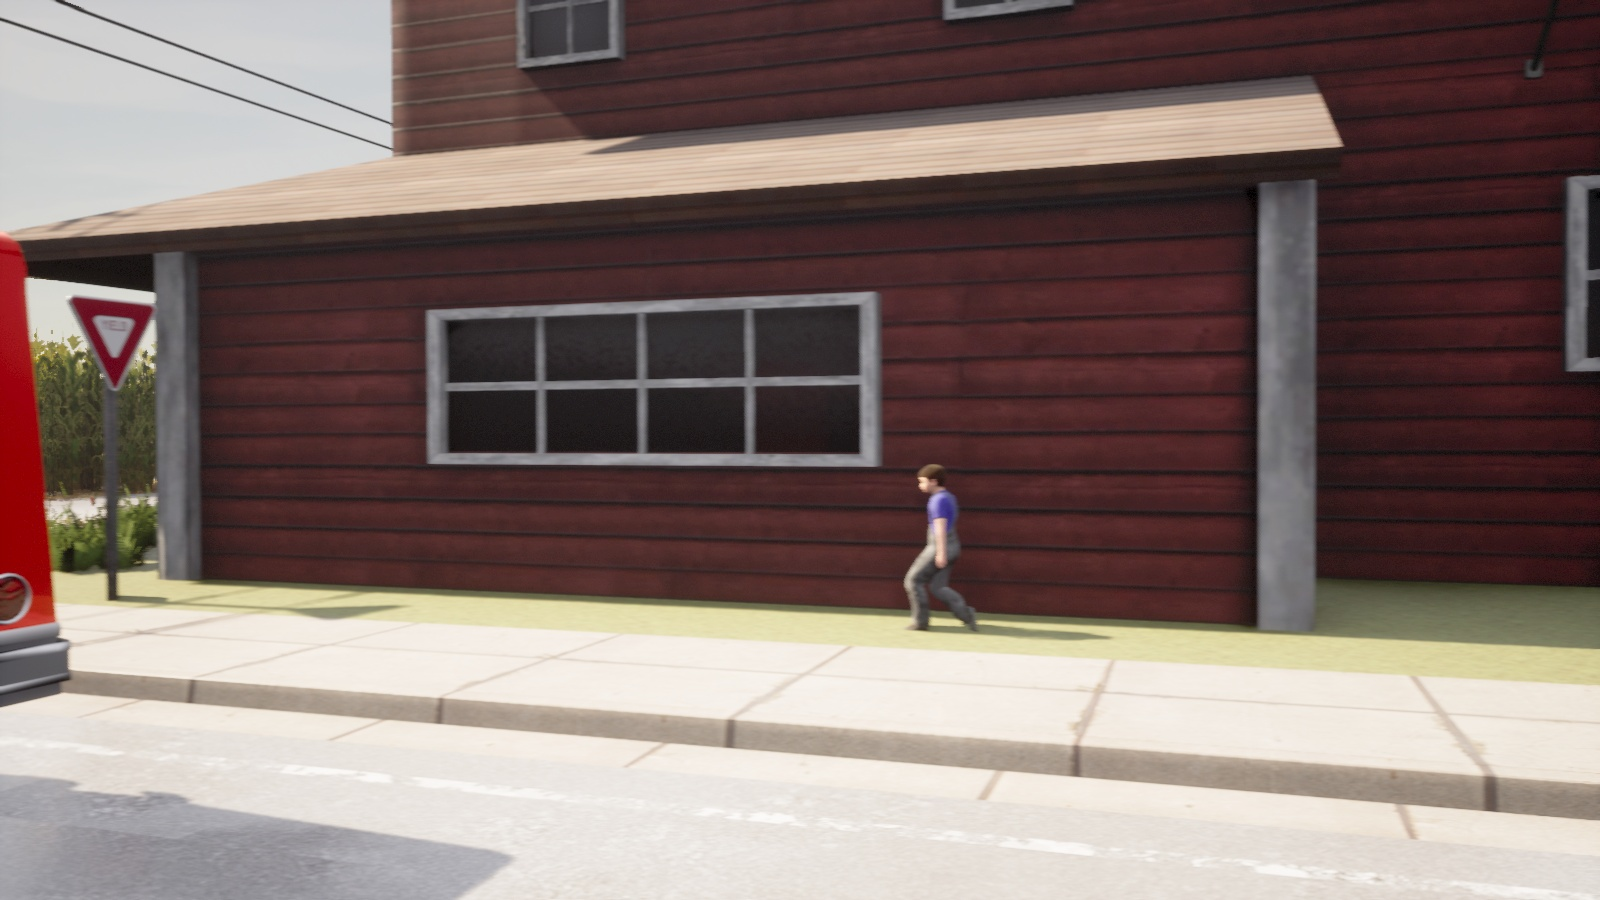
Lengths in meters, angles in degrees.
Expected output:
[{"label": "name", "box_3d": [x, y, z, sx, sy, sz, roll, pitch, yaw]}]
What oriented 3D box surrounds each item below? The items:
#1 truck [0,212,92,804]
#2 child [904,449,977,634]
[{"label": "truck", "box_3d": [-6.078, 0.234, 5.231, 5.204, 2.467, 2.627, 1, 1, 18]}, {"label": "child", "box_3d": [0.992, 0.631, 8.855, 0.437, 1.263, 0.270, 1, 1, 26]}]
